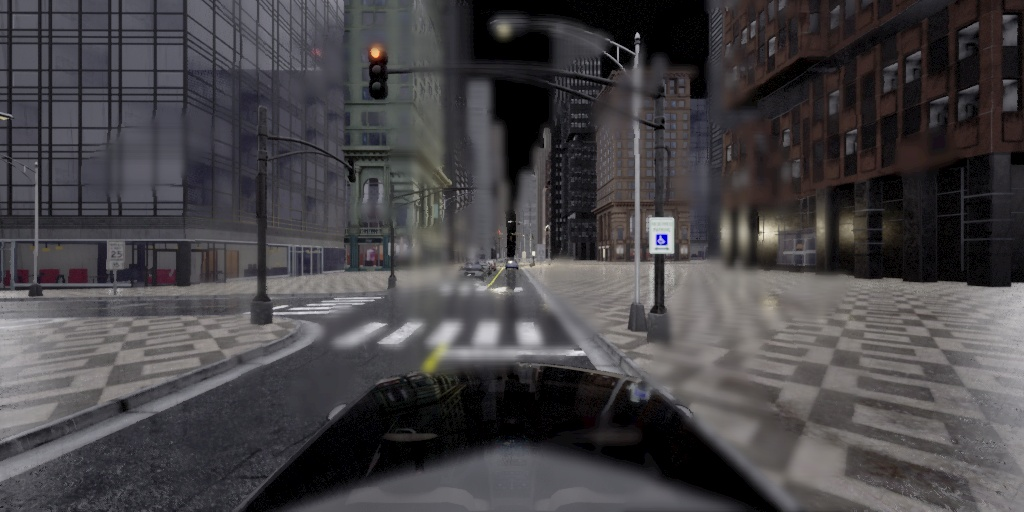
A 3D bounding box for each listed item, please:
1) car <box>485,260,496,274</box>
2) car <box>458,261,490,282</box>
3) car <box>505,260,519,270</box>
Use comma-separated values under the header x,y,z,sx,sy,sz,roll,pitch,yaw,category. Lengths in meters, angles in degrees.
x,y,z,sx,sy,sz,roll,pitch,yaw,category
-3.102,1.244,37.916,2.128,1.511,4.902,0,0,0,car
-3.109,1.314,28.945,1.994,1.385,4.181,0,0,0,car
-0.010,1.325,53.357,1.994,1.385,4.181,0,0,0,car
